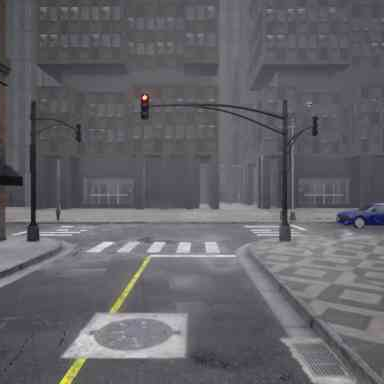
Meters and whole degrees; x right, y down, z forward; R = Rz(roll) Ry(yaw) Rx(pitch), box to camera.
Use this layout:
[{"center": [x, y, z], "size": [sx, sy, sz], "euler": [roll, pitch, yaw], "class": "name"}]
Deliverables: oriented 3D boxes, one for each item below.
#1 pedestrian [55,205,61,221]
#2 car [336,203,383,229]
[{"center": [-9.817, 1.532, 24.418], "size": [0.500, 1.100, 0.500], "euler": [0, 0, 1], "class": "pedestrian"}, {"center": [11.811, 1.458, 21.124], "size": [5.008, 1.535, 1.882], "euler": [0, 0, 1], "class": "car"}]
